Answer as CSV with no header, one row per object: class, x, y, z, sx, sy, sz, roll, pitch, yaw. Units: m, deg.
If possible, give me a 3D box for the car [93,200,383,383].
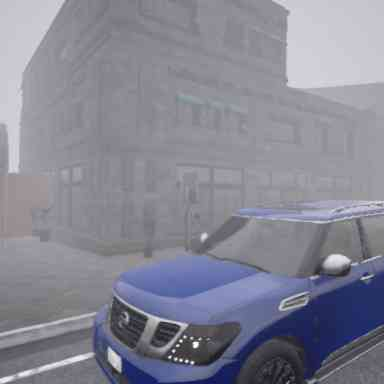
car,1.510,1.191,4.756,5.566,2.045,2.150,-1,1,-35
